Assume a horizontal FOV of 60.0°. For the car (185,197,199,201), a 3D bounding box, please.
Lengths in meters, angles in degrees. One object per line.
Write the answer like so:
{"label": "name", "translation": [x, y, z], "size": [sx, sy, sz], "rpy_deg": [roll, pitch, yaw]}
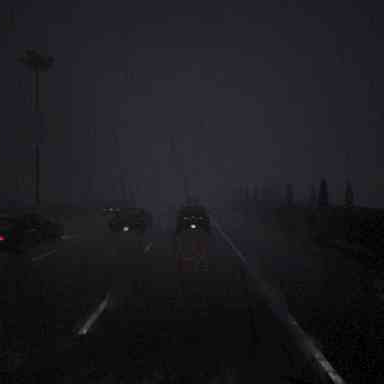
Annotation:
{"label": "car", "translation": [0.015, 1.373, 36.215], "size": [2.097, 1.767, 4.553], "rpy_deg": [0, 0, 0]}

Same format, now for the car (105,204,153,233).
{"label": "car", "translation": [-3.444, 1.613, 19.537], "size": [1.895, 1.301, 4.718], "rpy_deg": [0, 0, 0]}

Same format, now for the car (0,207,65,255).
{"label": "car", "translation": [-6.929, 1.557, 13.338], "size": [2.033, 1.411, 5.357], "rpy_deg": [0, 0, 0]}

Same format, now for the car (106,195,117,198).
{"label": "car", "translation": [-17.675, 1.517, 73.302], "size": [2.128, 1.511, 4.902], "rpy_deg": [0, 0, 0]}

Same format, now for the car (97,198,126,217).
{"label": "car", "translation": [-6.973, 1.567, 31.124], "size": [2.033, 1.411, 5.357], "rpy_deg": [0, 0, 0]}

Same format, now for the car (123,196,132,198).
{"label": "car", "translation": [-14.175, 1.515, 73.310], "size": [1.812, 1.442, 4.674], "rpy_deg": [0, 0, 0]}

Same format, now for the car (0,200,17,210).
{"label": "car", "translation": [-17.669, 1.500, 31.499], "size": [1.882, 1.535, 5.008], "rpy_deg": [0, 0, 0]}

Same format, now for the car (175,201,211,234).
{"label": "car", "translation": [0.056, 1.516, 19.529], "size": [1.837, 1.490, 4.892], "rpy_deg": [0, 0, 0]}

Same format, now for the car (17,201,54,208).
{"label": "car", "translation": [-14.169, 1.585, 31.241], "size": [1.994, 1.385, 4.181], "rpy_deg": [0, 0, 0]}

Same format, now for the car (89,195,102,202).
{"label": "car", "translation": [-21.175, 1.518, 73.293], "size": [2.128, 1.511, 4.902], "rpy_deg": [0, 0, 0]}
